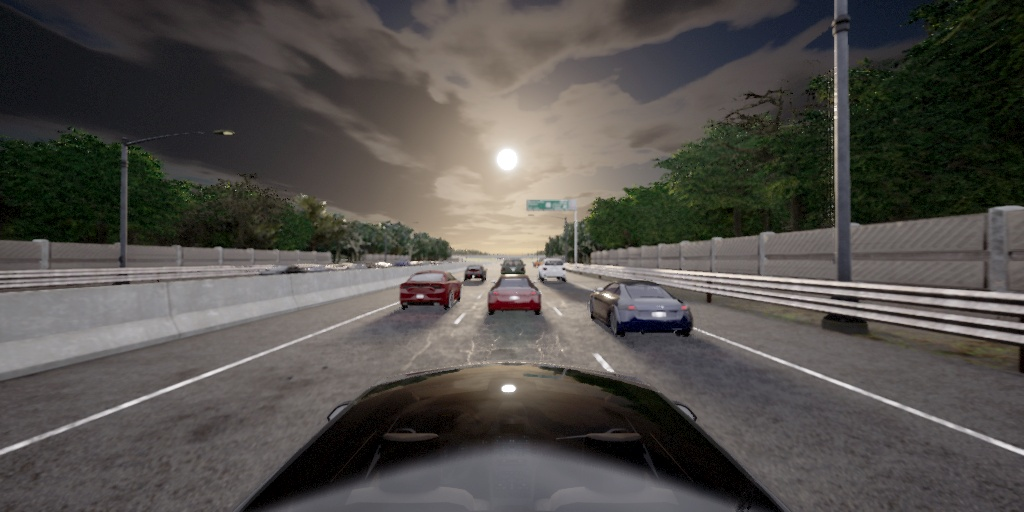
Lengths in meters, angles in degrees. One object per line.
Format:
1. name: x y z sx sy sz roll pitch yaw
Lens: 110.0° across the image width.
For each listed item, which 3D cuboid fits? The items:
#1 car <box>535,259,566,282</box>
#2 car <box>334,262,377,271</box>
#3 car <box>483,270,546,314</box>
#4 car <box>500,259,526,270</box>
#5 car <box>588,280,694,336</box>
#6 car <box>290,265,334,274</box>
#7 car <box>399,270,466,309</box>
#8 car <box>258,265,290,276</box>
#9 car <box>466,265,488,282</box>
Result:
1. car: 3.604 1.304 33.074 2.150 2.045 5.566 0 -1 0
2. car: -14.091 1.436 33.277 2.097 1.767 4.553 0 -1 0
3. car: 0.093 1.450 14.502 1.994 1.385 4.181 0 -1 0
4. car: 0.104 1.304 33.093 2.150 2.045 5.566 0 -1 0
5. car: 3.585 1.411 10.724 1.994 1.385 4.181 0 0 0
6. car: -17.594 1.629 33.031 2.033 1.411 5.357 0 -1 0
7. car: -3.403 1.377 15.774 1.882 1.535 5.008 0 -1 0
8. car: -21.091 1.559 33.081 1.882 1.535 5.008 0 -1 0
9. car: -3.397 1.598 34.073 1.837 1.490 4.892 0 -1 0
